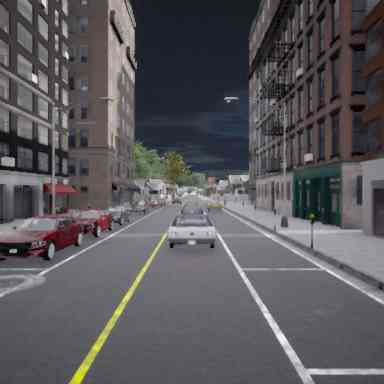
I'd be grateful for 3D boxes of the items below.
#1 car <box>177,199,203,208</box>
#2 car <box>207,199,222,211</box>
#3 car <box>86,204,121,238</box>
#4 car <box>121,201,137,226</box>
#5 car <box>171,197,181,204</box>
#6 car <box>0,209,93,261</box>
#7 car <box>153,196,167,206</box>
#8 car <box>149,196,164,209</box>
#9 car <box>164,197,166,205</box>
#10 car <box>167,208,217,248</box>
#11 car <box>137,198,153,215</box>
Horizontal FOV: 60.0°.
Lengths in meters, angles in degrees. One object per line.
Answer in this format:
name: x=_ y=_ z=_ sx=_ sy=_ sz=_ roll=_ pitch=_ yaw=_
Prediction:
car: x=0.000 y=1.571 z=29.650 sx=1.994 sy=1.385 sz=4.181 roll=0 pitch=0 yaw=0
car: x=2.653 y=1.523 z=39.990 sx=1.752 sy=1.417 sz=4.829 roll=0 pitch=0 yaw=0
car: x=-5.405 y=1.542 z=17.803 sx=1.887 sy=1.381 sz=4.507 roll=0 pitch=0 yaw=0
car: x=-5.402 y=1.548 z=23.307 sx=2.008 sy=1.369 sz=4.403 roll=0 pitch=0 yaw=0
car: x=-2.750 y=1.602 z=61.651 sx=2.033 sy=1.411 sz=5.357 roll=0 pitch=0 yaw=0
car: x=-5.407 y=1.542 z=12.300 sx=1.887 sy=1.381 sz=4.507 roll=0 pitch=0 yaw=0
car: x=-5.388 y=1.438 z=56.330 sx=1.967 sy=1.590 sz=4.097 roll=0 pitch=0 yaw=0
car: x=-5.393 y=1.438 z=45.323 sx=1.967 sy=1.590 sz=4.097 roll=0 pitch=0 yaw=0
car: x=-5.391 y=1.438 z=50.826 sx=1.967 sy=1.590 sz=4.097 roll=0 pitch=0 yaw=0
car: x=0.000 y=1.614 z=14.680 sx=1.895 sy=1.301 sz=4.718 roll=0 pitch=0 yaw=0
car: x=-5.398 y=1.579 z=34.315 sx=1.802 sy=1.307 sz=4.206 roll=0 pitch=0 yaw=0
